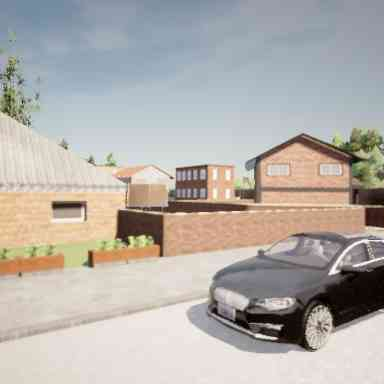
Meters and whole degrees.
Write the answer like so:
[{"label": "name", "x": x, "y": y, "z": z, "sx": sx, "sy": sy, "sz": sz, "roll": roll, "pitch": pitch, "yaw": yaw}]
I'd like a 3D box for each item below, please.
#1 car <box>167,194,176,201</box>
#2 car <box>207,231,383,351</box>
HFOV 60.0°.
[{"label": "car", "x": -3.078, "y": 1.154, "z": 46.323, "sx": 1.905, "sy": 1.878, "sz": 3.866, "roll": 1, "pitch": 0, "yaw": -35}, {"label": "car", "x": 2.525, "y": 1.540, "z": 6.341, "sx": 4.902, "sy": 1.511, "sz": 2.128, "roll": 1, "pitch": 0, "yaw": -35}]
